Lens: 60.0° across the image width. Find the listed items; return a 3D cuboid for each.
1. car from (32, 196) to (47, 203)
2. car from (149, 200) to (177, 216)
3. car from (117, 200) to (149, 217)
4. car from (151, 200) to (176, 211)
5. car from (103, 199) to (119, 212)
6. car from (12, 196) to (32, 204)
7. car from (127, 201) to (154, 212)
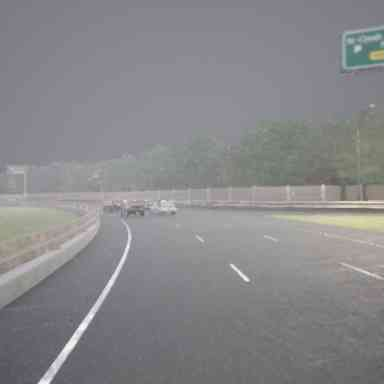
[{"bbox_3d":[-40.836,2.079,85.800,5.566,2.045,2.150,-1,0,33],"label":"car"},{"bbox_3d":[-3.283,1.896,37.090,1.895,1.301,4.718,0,0,-23],"label":"car"},{"bbox_3d":[-6.360,1.821,35.363,1.837,1.490,4.892,0,0,-23],"label":"car"},{"bbox_3d":[-4.142,1.905,47.895,1.812,1.442,4.674,0,0,-28],"label":"car"},{"bbox_3d":[-10.541,1.780,45.027,2.097,1.767,4.553,0,-1,-28],"label":"car"},{"bbox_3d":[-42.847,2.355,82.937,4.892,1.490,1.837,-1,0,33],"label":"car"},{"bbox_3d":[-7.203,1.949,46.201,2.033,1.411,5.357,0,0,-28],"label":"car"}]
